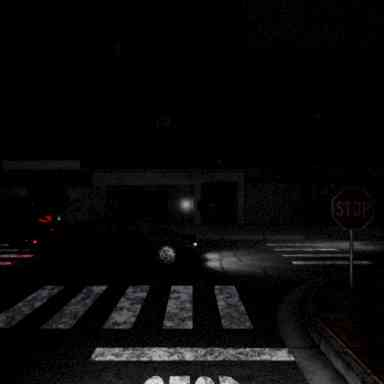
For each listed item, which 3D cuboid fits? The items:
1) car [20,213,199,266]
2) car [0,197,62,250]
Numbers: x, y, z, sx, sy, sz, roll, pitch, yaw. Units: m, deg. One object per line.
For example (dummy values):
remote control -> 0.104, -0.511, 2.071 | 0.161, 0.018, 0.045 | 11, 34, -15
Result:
car -> -2.444, 1.554, 11.048 | 5.357, 1.411, 2.033 | 0, 0, 0
car -> -8.284, 1.235, 14.003 | 5.566, 2.045, 2.150 | 0, 0, 0
